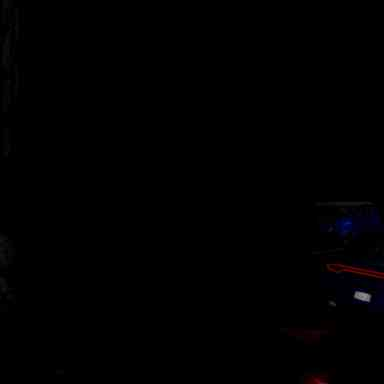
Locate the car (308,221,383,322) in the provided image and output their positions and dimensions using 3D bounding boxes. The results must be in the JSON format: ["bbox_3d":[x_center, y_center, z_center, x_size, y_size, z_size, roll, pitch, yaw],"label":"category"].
[{"bbox_3d":[4.691,1.478,6.657,5.008,1.535,1.882,0,0,-35],"label":"car"}]

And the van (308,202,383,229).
[{"bbox_3d":[7.074,1.342,15.444,3.998,1.788,1.690,0,0,-36],"label":"van"}]
